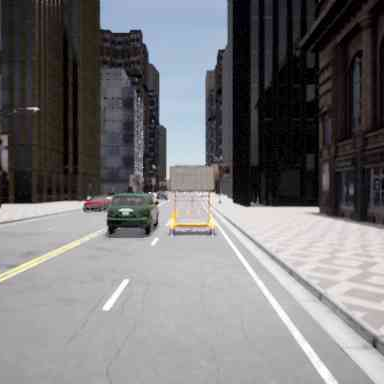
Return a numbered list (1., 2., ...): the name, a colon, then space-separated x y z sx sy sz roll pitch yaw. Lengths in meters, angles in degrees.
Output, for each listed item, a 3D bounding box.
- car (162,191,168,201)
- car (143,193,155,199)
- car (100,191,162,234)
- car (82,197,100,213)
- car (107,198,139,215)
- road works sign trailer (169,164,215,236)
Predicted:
1. car: -6.451 0.763 71.522 2.150 2.045 5.566 0 0 0
2. car: -9.698 0.914 75.783 2.033 1.411 5.357 0 0 0
3. car: -3.138 1.103 18.458 2.150 2.045 5.566 0 0 0
4. car: -9.822 1.257 34.567 1.882 1.535 5.008 0 0 0
5. car: -6.577 1.340 32.442 2.033 1.411 5.357 0 0 0
6. road works sign trailer: 0.012 0.351 17.539 2.380 3.560 2.880 0 0 0
